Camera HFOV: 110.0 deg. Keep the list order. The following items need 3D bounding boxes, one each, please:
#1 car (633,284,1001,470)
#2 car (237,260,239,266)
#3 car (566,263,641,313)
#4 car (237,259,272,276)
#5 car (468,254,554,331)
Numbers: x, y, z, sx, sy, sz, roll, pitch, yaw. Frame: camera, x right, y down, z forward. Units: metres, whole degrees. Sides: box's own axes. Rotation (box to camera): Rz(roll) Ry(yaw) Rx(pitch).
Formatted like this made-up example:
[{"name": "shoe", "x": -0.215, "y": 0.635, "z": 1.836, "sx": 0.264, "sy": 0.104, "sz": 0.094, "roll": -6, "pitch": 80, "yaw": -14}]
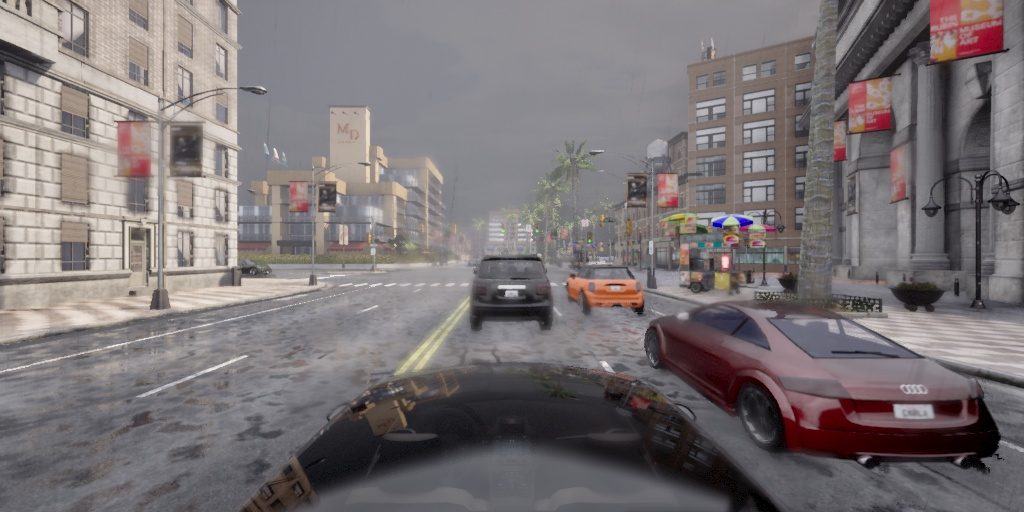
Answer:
[{"name": "car", "x": 3.481, "y": 1.314, "z": 5.110, "sx": 1.994, "sy": 1.385, "sz": 4.181, "roll": 0, "pitch": 0, "yaw": 0}, {"name": "car", "x": -29.388, "y": 1.297, "z": 33.734, "sx": 5.357, "sy": 1.411, "sz": 2.033, "roll": 0, "pitch": 0, "yaw": -1}, {"name": "car", "x": 3.437, "y": 1.101, "z": 14.077, "sx": 2.097, "sy": 1.767, "sz": 4.553, "roll": 0, "pitch": 0, "yaw": -1}, {"name": "car", "x": -27.654, "y": 1.102, "z": 37.273, "sx": 4.553, "sy": 1.767, "sz": 2.097, "roll": 0, "pitch": 0, "yaw": -1}, {"name": "car", "x": -0.036, "y": 0.972, "z": 11.097, "sx": 2.150, "sy": 2.045, "sz": 5.566, "roll": 0, "pitch": 0, "yaw": -1}]
